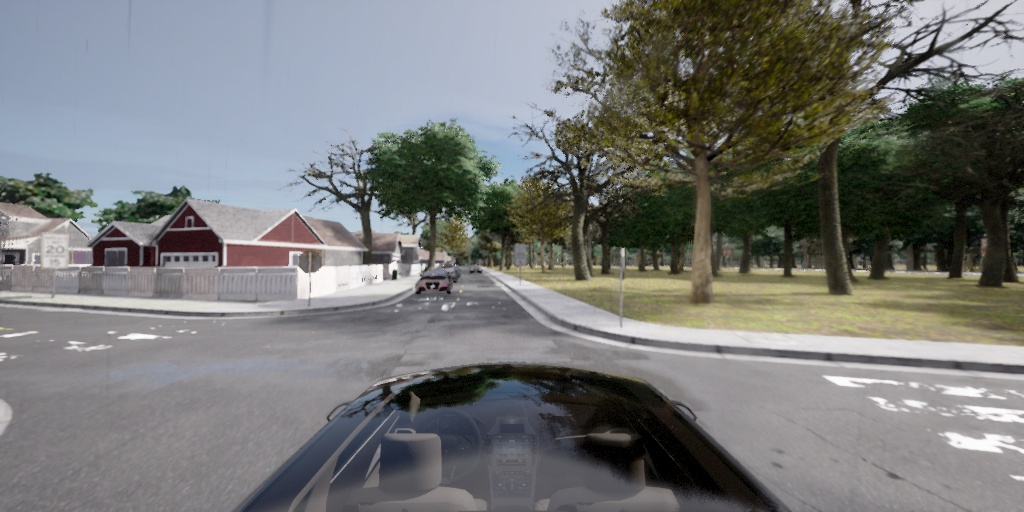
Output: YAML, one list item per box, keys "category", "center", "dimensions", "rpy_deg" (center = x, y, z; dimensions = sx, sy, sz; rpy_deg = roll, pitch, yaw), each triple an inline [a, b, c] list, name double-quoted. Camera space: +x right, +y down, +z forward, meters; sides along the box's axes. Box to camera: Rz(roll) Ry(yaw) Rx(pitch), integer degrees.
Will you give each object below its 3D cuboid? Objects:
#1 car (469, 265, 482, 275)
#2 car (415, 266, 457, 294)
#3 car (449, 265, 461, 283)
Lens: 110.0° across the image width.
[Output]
- category: "car"
  center: [-5.393, 2.059, 53.351]
  dimensions: [1.895, 1.301, 4.718]
  rpy_deg: [0, -1, -7]
- category: "car"
  center: [-4.642, 1.535, 21.972]
  dimensions: [1.994, 1.385, 4.181]
  rpy_deg: [0, -1, -6]
- category: "car"
  center: [-5.790, 1.630, 32.095]
  dimensions: [1.812, 1.442, 4.674]
  rpy_deg: [0, -1, -7]
